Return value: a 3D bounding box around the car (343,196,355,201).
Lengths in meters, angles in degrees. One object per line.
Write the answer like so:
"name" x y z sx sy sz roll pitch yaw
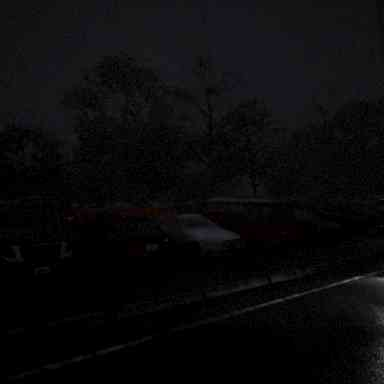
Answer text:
"car" 17.186 1.338 40.528 2.435 2.045 5.566 1 -1 -35

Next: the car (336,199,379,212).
"car" 21.781 1.716 43.834 2.002 1.452 4.674 1 -1 -35

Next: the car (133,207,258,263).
"car" -0.103 1.508 12.184 2.002 1.452 4.674 0 0 -35

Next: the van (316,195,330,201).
"van" 12.692 1.282 37.503 1.878 1.987 4.442 1 -1 -35

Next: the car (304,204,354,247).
"car" 4.417 1.463 15.409 2.097 1.535 5.008 0 0 -35

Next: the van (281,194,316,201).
"van" 10.463 1.238 35.629 1.878 1.987 4.442 1 0 -35

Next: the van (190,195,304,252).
"van" 2.092 1.240 13.888 1.878 1.987 4.442 0 0 -35

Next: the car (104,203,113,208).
"car" -7.513 1.342 22.923 2.185 1.767 4.553 0 0 -35

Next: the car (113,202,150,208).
"car" -5.373 1.465 24.480 2.097 1.535 5.008 0 0 -35

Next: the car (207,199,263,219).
"car" 3.858 1.452 30.838 1.946 1.575 5.366 0 0 -36

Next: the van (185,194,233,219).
"van" 1.426 1.232 29.475 1.878 1.987 4.442 0 0 -35

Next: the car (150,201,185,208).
"car" -3.015 1.463 26.161 2.097 1.535 5.008 0 0 -35

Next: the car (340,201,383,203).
"car" 11.202 1.496 20.240 2.002 1.452 4.674 0 0 -35

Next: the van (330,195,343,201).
"van" 14.846 1.322 39.038 1.878 1.987 4.442 1 -1 -35

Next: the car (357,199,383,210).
"car" 26.187 1.798 46.981 2.002 1.452 4.674 1 -1 -35

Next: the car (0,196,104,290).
"car" -4.607 1.222 8.937 2.435 2.045 5.566 0 0 -35

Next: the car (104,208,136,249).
"car" -3.582 1.589 15.153 4.718 1.301 1.895 0 0 -35

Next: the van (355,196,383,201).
"van" 13.531 1.228 21.754 1.878 1.987 4.442 0 0 -35

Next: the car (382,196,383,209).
"car" 33.078 1.635 51.853 2.435 2.045 5.566 1 -1 -35

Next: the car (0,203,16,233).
"car" -12.039 1.474 19.728 2.231 1.521 4.892 0 0 -35

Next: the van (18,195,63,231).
"van" -9.854 1.244 21.436 1.878 1.987 4.442 0 0 -35

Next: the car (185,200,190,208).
"car" -0.759 1.461 27.768 2.231 1.521 4.892 0 0 -35

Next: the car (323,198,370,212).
"car" 19.527 1.634 42.224 2.097 1.535 5.008 1 -1 -35

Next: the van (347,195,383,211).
"van" 23.869 1.490 45.468 1.878 1.987 4.442 1 -1 -35

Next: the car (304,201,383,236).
"car" 8.959 1.488 18.602 2.163 1.488 4.792 0 0 -36

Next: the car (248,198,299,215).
"car" 8.258 1.450 34.207 2.097 1.535 5.008 0 0 -35

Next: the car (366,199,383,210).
"car" 28.550 1.802 48.654 2.097 1.535 5.008 1 -1 -35
